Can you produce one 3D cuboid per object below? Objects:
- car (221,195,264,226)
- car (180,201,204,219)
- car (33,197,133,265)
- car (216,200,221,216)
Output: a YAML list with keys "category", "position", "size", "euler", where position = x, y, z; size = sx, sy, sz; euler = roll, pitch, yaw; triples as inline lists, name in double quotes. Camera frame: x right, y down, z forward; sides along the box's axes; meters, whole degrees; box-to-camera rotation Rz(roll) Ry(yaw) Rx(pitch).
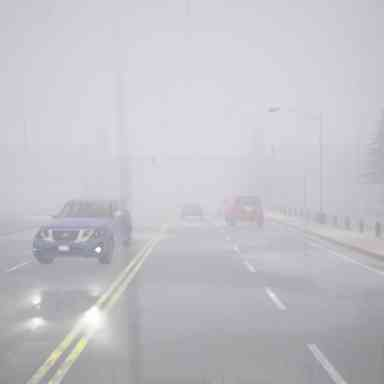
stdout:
- category: "car"
  position: [3.539, 1.221, 23.236]
  size: [2.150, 2.045, 5.566]
  euler: [0, 0, 1]
- category: "car"
  position: [0.000, 1.490, 28.847]
  size: [2.128, 1.511, 4.902]
  euler: [0, 0, 0]
- category: "car"
  position: [-3.585, 1.221, 12.097]
  size: [2.150, 2.045, 5.566]
  euler: [0, 0, 0]
- category: "car"
  position: [3.541, 1.351, 32.843]
  size: [2.097, 1.767, 4.553]
  euler: [0, 0, 0]
